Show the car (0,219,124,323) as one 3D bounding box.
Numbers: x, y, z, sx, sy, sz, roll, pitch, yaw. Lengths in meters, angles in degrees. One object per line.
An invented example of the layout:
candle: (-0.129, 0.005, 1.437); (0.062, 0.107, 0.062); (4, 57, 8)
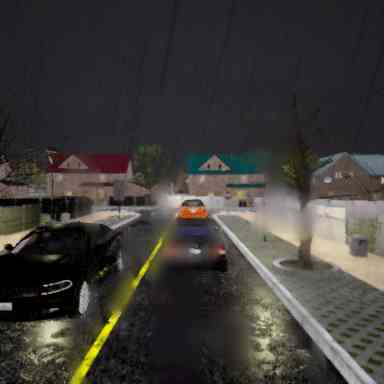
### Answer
car: (-2.847, 1.458, 7.540); (1.882, 1.535, 5.008); (0, 0, 0)

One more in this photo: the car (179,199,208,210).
car: (0.087, 1.288, 24.246); (2.097, 1.767, 4.553); (0, 0, 0)

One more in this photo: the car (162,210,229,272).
car: (0.093, 1.519, 10.670); (2.033, 1.411, 5.357); (0, 0, 0)
